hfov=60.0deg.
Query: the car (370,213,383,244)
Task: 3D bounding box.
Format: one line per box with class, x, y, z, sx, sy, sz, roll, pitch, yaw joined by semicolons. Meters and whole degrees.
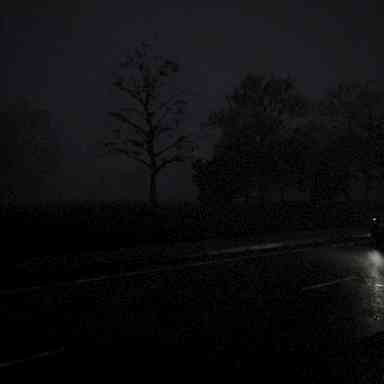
car;10.104;1.202;14.182;5.566;2.045;2.150;0;0;-29
